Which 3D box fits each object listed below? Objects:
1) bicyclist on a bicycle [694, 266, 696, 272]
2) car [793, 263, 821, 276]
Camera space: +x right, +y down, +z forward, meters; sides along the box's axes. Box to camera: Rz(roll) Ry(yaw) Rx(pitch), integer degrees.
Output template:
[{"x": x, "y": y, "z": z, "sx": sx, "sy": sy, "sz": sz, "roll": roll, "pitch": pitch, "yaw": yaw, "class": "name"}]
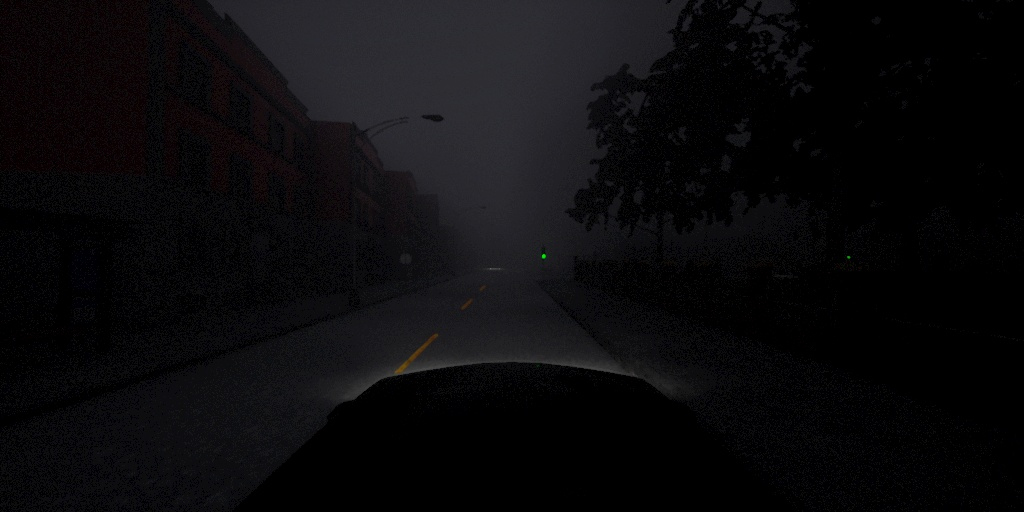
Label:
[{"x": 17.862, "y": 1.415, "z": 34.537, "sx": 0.582, "sy": 1.620, "sz": 1.656, "roll": 0, "pitch": -1, "yaw": 0, "class": "bicyclist on a bicycle"}, {"x": 36.449, "y": 1.622, "z": 42.820, "sx": 5.008, "sy": 1.535, "sz": 1.882, "roll": 0, "pitch": -1, "yaw": 0, "class": "car"}]
